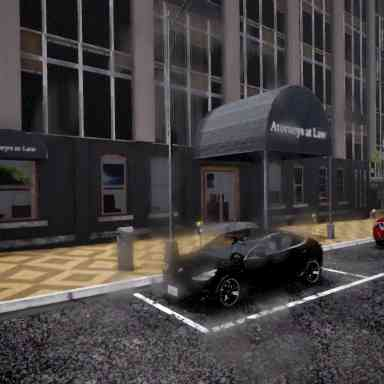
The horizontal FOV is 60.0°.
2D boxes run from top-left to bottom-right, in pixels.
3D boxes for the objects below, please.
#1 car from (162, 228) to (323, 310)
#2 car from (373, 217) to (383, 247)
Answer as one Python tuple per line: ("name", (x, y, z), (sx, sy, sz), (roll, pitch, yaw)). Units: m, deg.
("car", (1.360, 1.564, 7.838), (4.313, 1.339, 1.947), (0, -1, -37))
("car", (9.633, 1.310, 14.045), (5.009, 1.841, 2.192), (0, -1, -37))
